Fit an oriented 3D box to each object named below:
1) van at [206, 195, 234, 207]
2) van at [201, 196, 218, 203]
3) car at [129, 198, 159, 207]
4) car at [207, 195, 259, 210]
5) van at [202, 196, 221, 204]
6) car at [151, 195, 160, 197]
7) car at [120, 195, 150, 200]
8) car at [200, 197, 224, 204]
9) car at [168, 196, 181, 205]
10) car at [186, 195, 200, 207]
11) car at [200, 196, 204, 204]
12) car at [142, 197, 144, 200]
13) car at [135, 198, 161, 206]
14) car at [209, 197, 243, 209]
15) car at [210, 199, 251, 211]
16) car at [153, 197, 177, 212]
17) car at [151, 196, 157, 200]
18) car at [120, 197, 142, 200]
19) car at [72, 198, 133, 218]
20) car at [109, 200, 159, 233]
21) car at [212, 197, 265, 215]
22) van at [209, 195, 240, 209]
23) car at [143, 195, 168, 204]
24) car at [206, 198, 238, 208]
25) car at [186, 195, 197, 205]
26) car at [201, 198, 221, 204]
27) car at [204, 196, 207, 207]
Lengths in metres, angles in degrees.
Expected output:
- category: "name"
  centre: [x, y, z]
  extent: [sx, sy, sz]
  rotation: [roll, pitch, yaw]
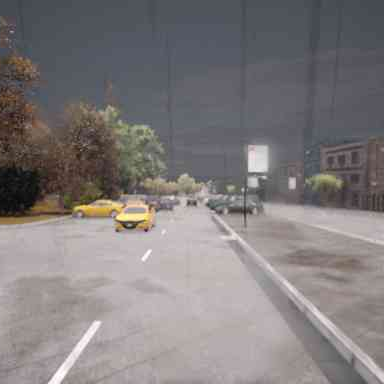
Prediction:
- category: "van"
  centre: [4.608, 1.529, 55.588]
  extent: [4.442, 1.987, 1.878]
  rotation: [0, -1, 0]
- category: "van"
  centre: [4.764, 2.010, 92.025]
  extent: [4.442, 1.987, 1.878]
  rotation: [0, -1, 0]
- category: "car"
  centre: [-8.355, 1.787, 58.246]
  extent: [5.008, 1.535, 2.097]
  rotation: [0, -1, 0]
- category: "car"
  centre: [4.716, 1.312, 35.967]
  extent: [5.566, 2.045, 2.435]
  rotation: [0, 0, 0]
- category: "van"
  centre: [4.788, 1.848, 80.814]
  extent: [4.442, 1.987, 1.878]
  rotation: [0, -1, 0]
- category: "car"
  centre: [-8.170, 1.752, 55.460]
  extent: [5.366, 1.575, 1.946]
  rotation: [0, -1, 0]
- category: "car"
  centre: [-8.308, 1.508, 44.324]
  extent: [4.553, 1.767, 2.185]
  rotation: [0, -1, 0]
- category: "car"
  centre: [4.498, 1.990, 75.204]
  extent: [5.366, 1.575, 1.946]
  rotation: [0, -1, 0]
- category: "car"
  centre: [-3.273, 1.961, 66.062]
  extent: [1.994, 1.385, 4.181]
  rotation: [0, -1, -1]
- category: "car"
  centre: [-0.028, 1.793, 59.122]
  extent: [1.882, 1.535, 5.008]
  rotation: [0, -1, 0]
- category: "car"
  centre: [4.684, 1.566, 61.195]
  extent: [5.566, 2.045, 2.435]
  rotation: [0, -1, 0]
- category: "car"
  centre: [-8.338, 1.624, 38.754]
  extent: [4.674, 1.452, 2.002]
  rotation: [0, 0, 0]
- category: "car"
  centre: [-8.401, 1.879, 63.815]
  extent: [4.792, 1.488, 2.163]
  rotation: [0, -1, 0]
- category: "car"
  centre: [4.769, 1.535, 47.176]
  extent: [4.553, 1.767, 2.185]
  rotation: [0, -1, 0]
- category: "car"
  centre: [4.736, 1.606, 41.569]
  extent: [4.892, 1.521, 2.231]
  rotation: [0, -1, 0]
- category: "car"
  centre: [-3.339, 1.687, 41.137]
  extent: [1.994, 1.385, 4.181]
  rotation: [0, -1, 0]
- category: "car"
  centre: [-8.348, 1.764, 52.674]
  extent: [4.674, 1.452, 2.002]
  rotation: [0, -1, 0]
- category: "car"
  centre: [-8.340, 1.564, 35.968]
  extent: [5.008, 1.535, 2.097]
  rotation: [0, 0, 0]
- category: "car"
  centre: [-8.329, 1.535, 30.400]
  extent: [5.008, 1.535, 2.097]
  rotation: [0, 0, 0]
- category: "car"
  centre: [-3.349, 1.510, 20.306]
  extent: [1.882, 1.535, 5.008]
  rotation: [0, 0, 0]
- category: "car"
  centre: [4.751, 1.548, 33.164]
  extent: [4.892, 1.521, 2.231]
  rotation: [0, 0, 0]
- category: "van"
  centre: [4.850, 1.466, 49.982]
  extent: [4.442, 1.987, 1.878]
  rotation: [0, -1, 0]
- category: "car"
  centre: [-8.373, 1.779, 77.618]
  extent: [5.566, 2.045, 2.435]
  rotation: [0, -1, 0]
- category: "car"
  centre: [4.735, 1.724, 52.783]
  extent: [4.892, 1.521, 2.231]
  rotation: [0, -1, 0]
- category: "car"
  centre: [-0.050, 1.635, 69.598]
  extent: [2.150, 2.045, 5.566]
  rotation: [0, -1, 0]
- category: "car"
  centre: [4.694, 2.144, 83.613]
  extent: [4.792, 1.488, 2.163]
  rotation: [0, -1, 0]
- category: "car"
  centre: [4.712, 1.381, 44.377]
  extent: [5.566, 2.045, 2.435]
  rotation: [0, -1, 0]
